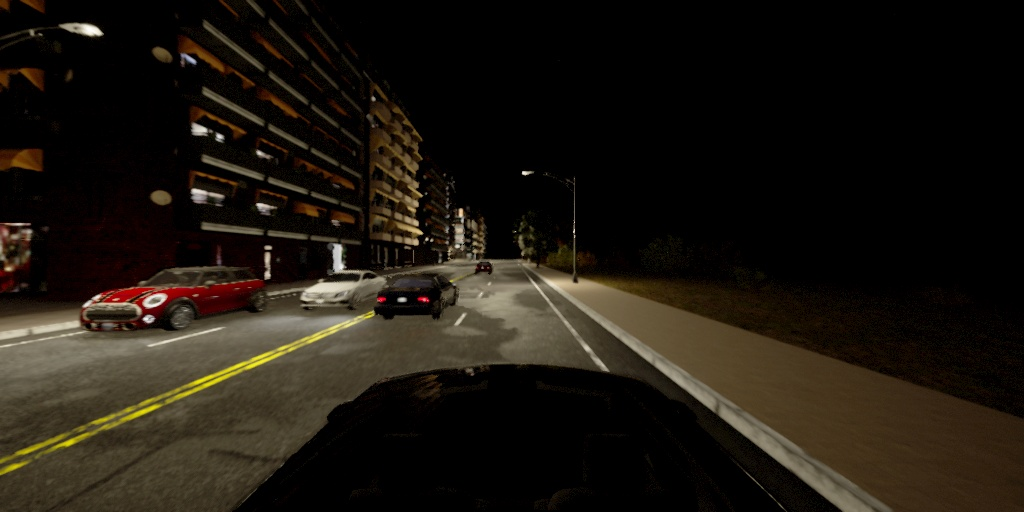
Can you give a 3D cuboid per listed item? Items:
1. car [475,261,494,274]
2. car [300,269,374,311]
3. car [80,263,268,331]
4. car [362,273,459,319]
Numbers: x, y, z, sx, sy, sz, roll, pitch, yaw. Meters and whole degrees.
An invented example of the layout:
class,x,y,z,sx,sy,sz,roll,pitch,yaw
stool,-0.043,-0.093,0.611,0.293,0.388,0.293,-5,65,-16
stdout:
class,x,y,z,sx,sy,sz,roll,pitch,yaw
car,-3.161,1.320,41.222,2.033,1.411,5.357,0,0,0
car,-6.601,1.294,14.668,1.812,1.442,4.674,0,0,0
car,-9.850,1.124,10.987,2.097,1.767,4.553,0,0,0
car,-3.154,1.309,12.798,2.033,1.411,5.357,0,0,0
